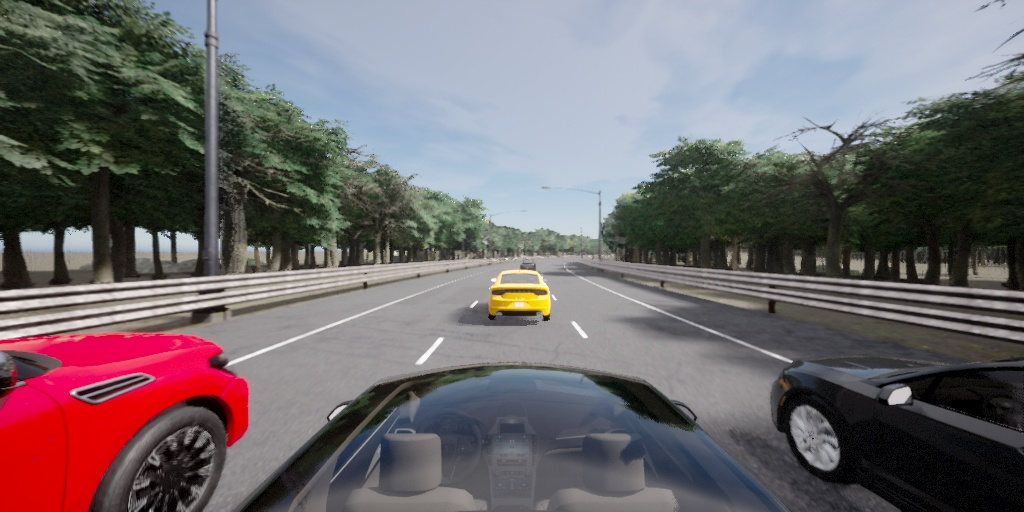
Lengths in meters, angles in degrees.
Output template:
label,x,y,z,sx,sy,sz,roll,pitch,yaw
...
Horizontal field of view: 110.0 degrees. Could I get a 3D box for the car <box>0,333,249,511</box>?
label,x,y,z,sx,sy,sz,roll,pitch,yaw
car,-3.385,0.968,0.750,2.150,2.045,5.566,0,0,0

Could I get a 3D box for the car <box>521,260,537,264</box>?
label,x,y,z,sx,sy,sz,roll,pitch,yaw
car,2.022,1.194,44.146,2.128,1.511,4.902,0,0,5

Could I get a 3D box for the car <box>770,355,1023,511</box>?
label,x,y,z,sx,sy,sz,roll,pitch,yaw
car,3.628,1.258,1.772,1.837,1.490,4.892,0,0,0

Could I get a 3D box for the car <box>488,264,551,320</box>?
label,x,y,z,sx,sy,sz,roll,pitch,yaw
car,0.264,1.224,12.672,1.882,1.535,5.008,0,0,1
